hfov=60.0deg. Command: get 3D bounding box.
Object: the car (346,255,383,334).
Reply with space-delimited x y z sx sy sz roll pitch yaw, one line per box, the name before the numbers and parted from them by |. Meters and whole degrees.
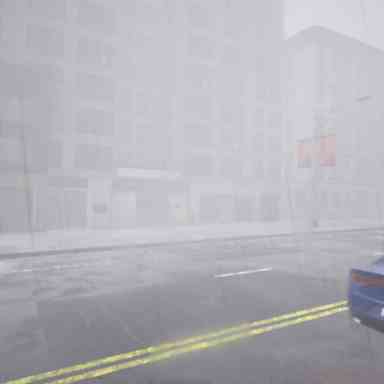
car | 4.873 1.542 5.791 5.008 1.535 1.882 0 0 -30
